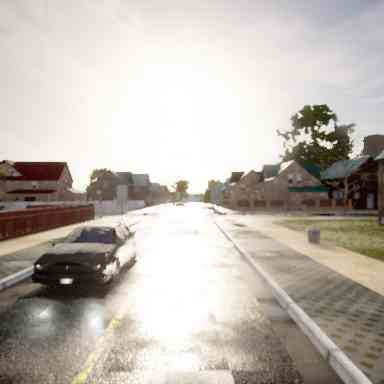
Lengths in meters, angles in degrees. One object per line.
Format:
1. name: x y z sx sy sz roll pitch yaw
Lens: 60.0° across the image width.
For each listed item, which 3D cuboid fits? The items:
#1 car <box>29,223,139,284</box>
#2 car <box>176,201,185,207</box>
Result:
1. car: -2.834 1.669 10.181 2.033 1.411 5.357 0 -1 0
2. car: -2.619 2.712 77.410 1.812 1.442 4.674 0 -1 0
